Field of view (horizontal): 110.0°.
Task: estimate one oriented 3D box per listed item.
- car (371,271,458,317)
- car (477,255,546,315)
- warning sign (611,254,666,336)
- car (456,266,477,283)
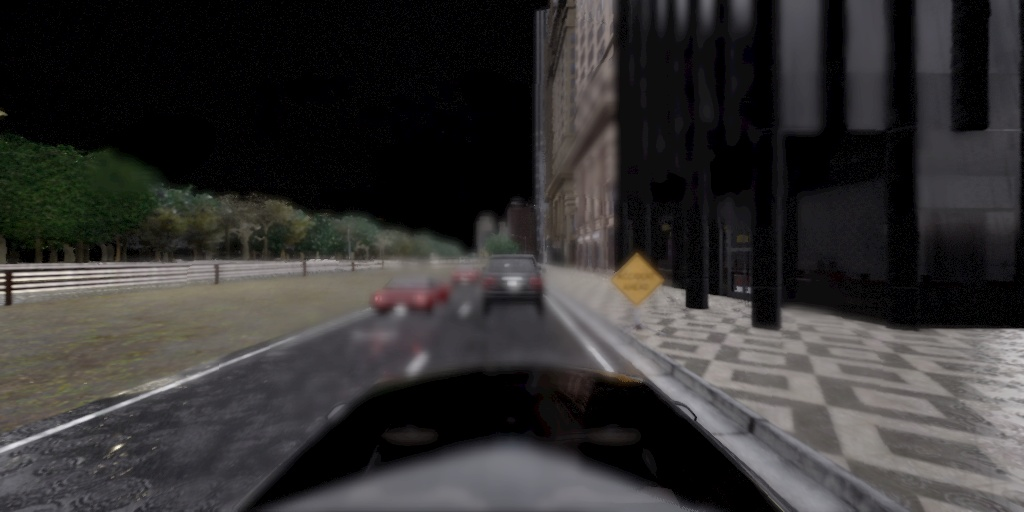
[{"bbox_3d":[-3.430,1.379,13.322,1.895,1.301,4.718,0,0,0],"label":"car"},{"bbox_3d":[0.074,1.001,13.968,2.150,2.045,5.566,0,0,0],"label":"car"},{"bbox_3d":[3.042,0.881,8.666,1.300,1.860,1.060,0,0,0],"label":"warning sign"},{"bbox_3d":[-3.445,1.436,28.352,1.895,1.301,4.718,0,0,0],"label":"car"}]
